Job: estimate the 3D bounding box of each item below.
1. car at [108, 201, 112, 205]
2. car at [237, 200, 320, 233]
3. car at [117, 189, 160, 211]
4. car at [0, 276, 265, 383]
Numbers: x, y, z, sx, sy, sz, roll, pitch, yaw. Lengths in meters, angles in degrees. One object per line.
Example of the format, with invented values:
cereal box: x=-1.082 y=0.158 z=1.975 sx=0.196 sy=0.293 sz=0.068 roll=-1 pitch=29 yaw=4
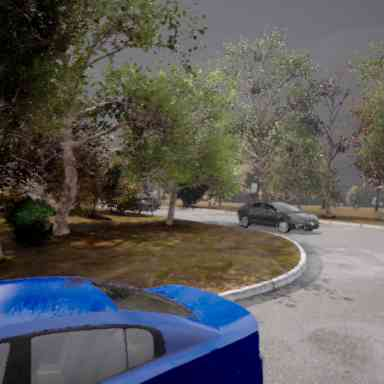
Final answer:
car: x=-7.087 y=0.645 z=36.619 sx=5.566 sy=2.045 sz=2.150 roll=0 pitch=-1 yaw=33
car: x=4.406 y=1.229 z=17.611 sx=1.837 sy=1.490 sz=4.892 roll=1 pitch=0 yaw=-31
car: x=-4.968 y=0.815 z=30.789 sx=4.553 sy=1.767 sz=2.097 roll=2 pitch=0 yaw=45
car: x=-1.646 y=1.477 z=2.272 sx=5.008 sy=1.535 sz=1.882 roll=0 pitch=0 yaw=-37
